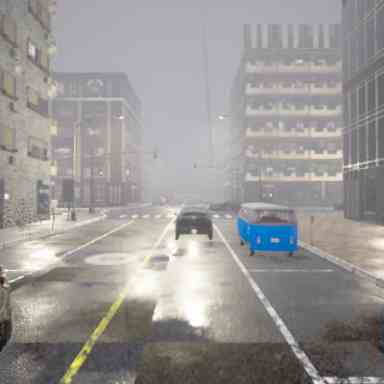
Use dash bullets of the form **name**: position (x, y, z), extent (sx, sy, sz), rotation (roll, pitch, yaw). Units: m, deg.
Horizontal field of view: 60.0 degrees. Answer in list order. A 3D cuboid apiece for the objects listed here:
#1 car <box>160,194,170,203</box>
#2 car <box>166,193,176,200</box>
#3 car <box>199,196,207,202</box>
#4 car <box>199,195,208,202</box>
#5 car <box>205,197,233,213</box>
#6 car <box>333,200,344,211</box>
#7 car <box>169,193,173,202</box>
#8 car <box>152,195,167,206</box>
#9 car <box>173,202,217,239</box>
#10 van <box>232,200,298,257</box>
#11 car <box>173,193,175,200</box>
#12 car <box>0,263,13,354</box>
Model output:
- **car**: position (-5.696, 1.501, 61.640), extent (1.752, 1.417, 4.829), rotation (1, 0, 0)
- **car**: position (-5.701, 1.285, 90.234), extent (2.192, 1.841, 5.009), rotation (1, 0, 0)
- **car**: position (2.682, 1.500, 67.729), extent (1.752, 1.417, 4.829), rotation (1, 0, 0)
- **car**: position (2.677, 1.538, 78.928), extent (1.947, 1.339, 4.313), rotation (1, 0, 0)
- **car**: position (4.441, 1.527, 36.548), extent (5.357, 1.411, 2.033), rotation (0, 0, -33)
- **car**: position (17.171, 1.388, 34.800), extent (4.507, 1.381, 1.887), rotation (0, -1, 0)
- **car**: position (-5.693, 1.290, 67.495), extent (2.192, 1.841, 5.009), rotation (1, 0, 0)
- **car**: position (-5.695, 1.560, 56.126), extent (1.802, 1.307, 4.206), rotation (1, 0, 0)
- **car**: position (0.094, 1.499, 17.394), extent (1.837, 1.490, 4.892), rotation (0, 1, 0)
- **van**: position (2.704, 1.336, 12.660), extent (1.690, 1.788, 3.998), rotation (1, 0, 0)
- **car**: position (-5.702, 1.523, 78.864), extent (2.008, 1.369, 4.403), rotation (1, 0, 0)
- **car**: position (-3.097, 1.221, 1.494), extent (2.150, 2.045, 5.566), rotation (0, 0, 0)
